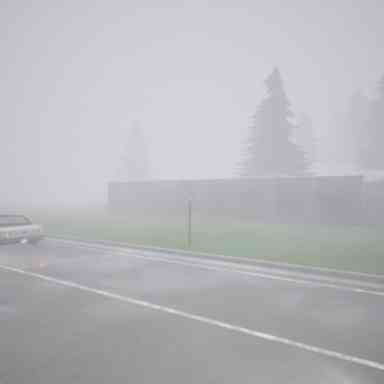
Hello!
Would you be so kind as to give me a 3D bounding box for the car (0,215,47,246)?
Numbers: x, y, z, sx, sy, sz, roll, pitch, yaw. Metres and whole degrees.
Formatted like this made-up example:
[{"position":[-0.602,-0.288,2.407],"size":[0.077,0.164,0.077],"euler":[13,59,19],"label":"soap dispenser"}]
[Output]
[{"position":[-8.355,1.622,14.260],"size":[4.718,1.301,1.895],"euler":[0,0,36],"label":"car"}]
